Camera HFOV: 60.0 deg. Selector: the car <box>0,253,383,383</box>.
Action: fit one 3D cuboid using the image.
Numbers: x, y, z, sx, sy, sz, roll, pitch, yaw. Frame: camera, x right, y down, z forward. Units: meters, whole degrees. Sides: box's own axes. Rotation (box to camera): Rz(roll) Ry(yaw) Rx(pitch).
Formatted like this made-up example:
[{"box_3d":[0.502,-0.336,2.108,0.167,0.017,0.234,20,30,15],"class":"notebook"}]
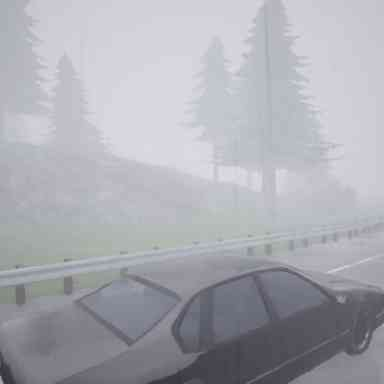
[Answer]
[{"box_3d":[0.461,1.535,4.209,5.357,1.411,2.033,0,0,-38],"class":"car"}]
